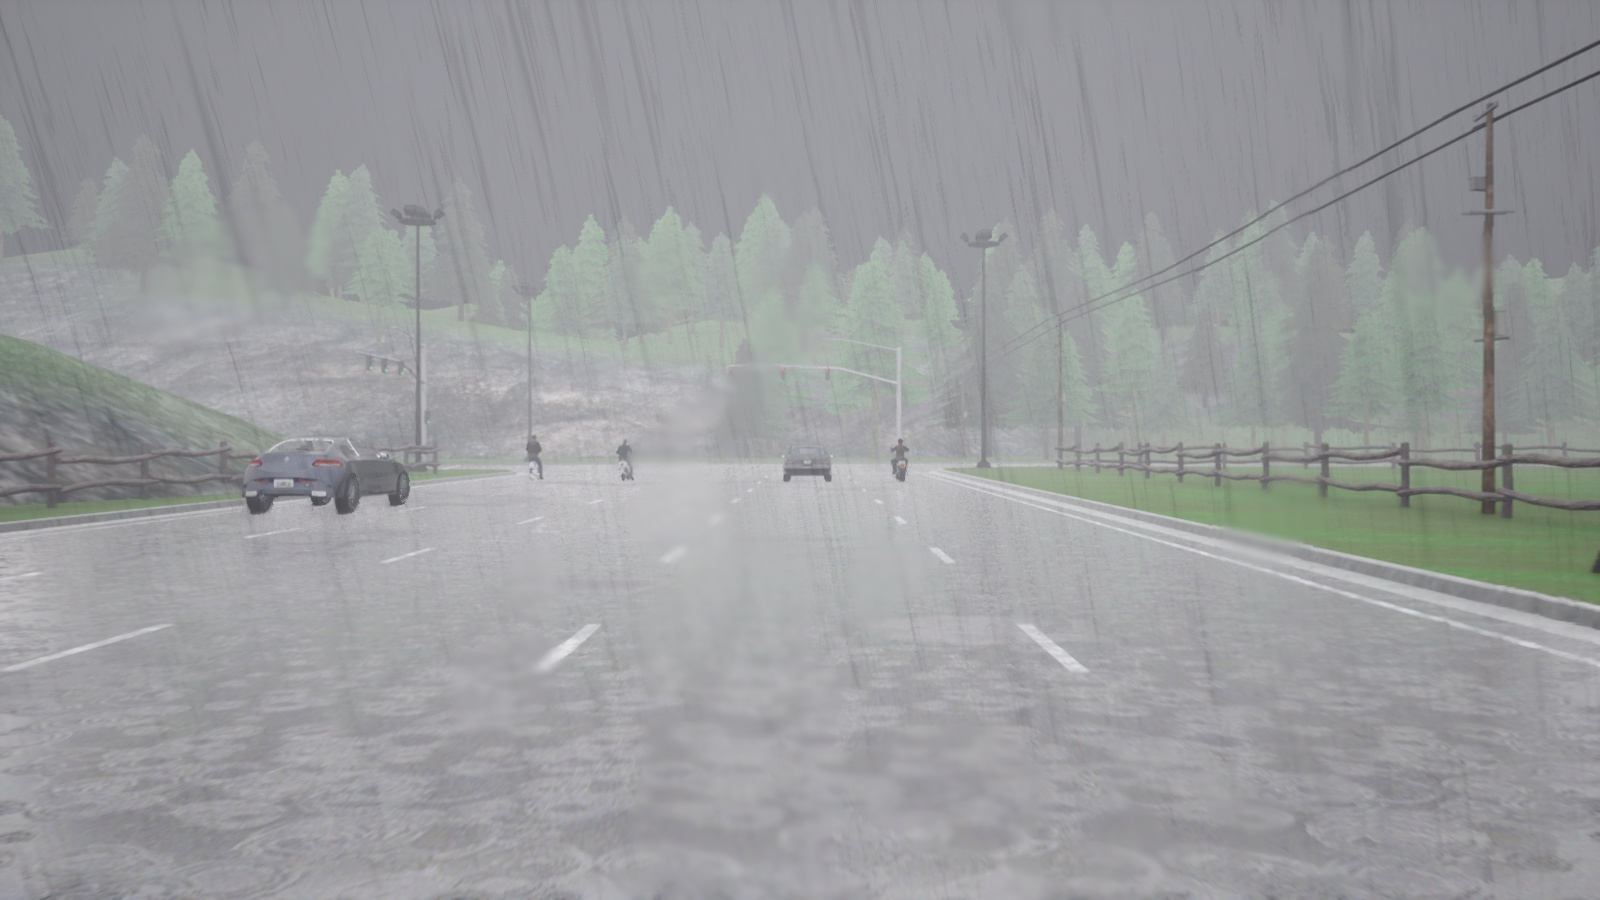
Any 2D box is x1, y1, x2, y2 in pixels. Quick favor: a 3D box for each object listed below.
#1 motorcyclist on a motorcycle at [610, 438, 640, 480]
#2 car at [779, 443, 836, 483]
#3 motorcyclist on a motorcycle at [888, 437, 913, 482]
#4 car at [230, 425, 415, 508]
[{"bbox_3d":[-6.711,0.341,48.203,0.866,1.590,1.817,0,0,0],"label":"motorcyclist on a motorcycle"},{"bbox_3d":[0.286,0.444,47.765,2.033,1.411,5.357,0,0,0],"label":"car"},{"bbox_3d":[3.785,0.352,47.462,0.766,1.649,2.350,0,0,0],"label":"motorcyclist on a motorcycle"},{"bbox_3d":[-10.328,0.314,27.647,2.152,1.651,5.027,0,0,0],"label":"car"}]
